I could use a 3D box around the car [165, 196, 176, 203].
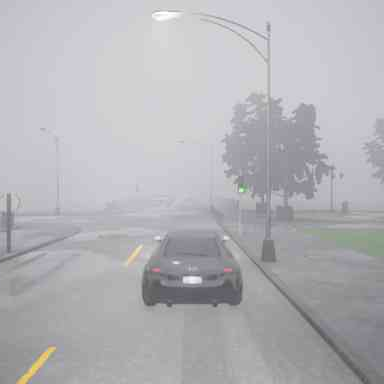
[{"bbox_3d":[-4.564,1.546,71.484,2.128,1.511,4.902,0,0,0],"label":"car"}]

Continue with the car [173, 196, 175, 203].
[{"bbox_3d":[-4.545,1.565,61.241,2.033,1.411,5.357,0,0,0],"label":"car"}]

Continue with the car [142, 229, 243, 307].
[{"bbox_3d":[0.002,1.566,8.044,1.994,1.385,4.181,0,0,0],"label":"car"}]

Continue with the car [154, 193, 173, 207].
[{"bbox_3d":[-4.501,1.236,50.990,2.150,2.045,5.566,0,0,-1],"label":"car"}]

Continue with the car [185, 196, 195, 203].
[{"bbox_3d":[-0.451,1.498,69.758,1.882,1.535,5.008,0,0,0],"label":"car"}]
